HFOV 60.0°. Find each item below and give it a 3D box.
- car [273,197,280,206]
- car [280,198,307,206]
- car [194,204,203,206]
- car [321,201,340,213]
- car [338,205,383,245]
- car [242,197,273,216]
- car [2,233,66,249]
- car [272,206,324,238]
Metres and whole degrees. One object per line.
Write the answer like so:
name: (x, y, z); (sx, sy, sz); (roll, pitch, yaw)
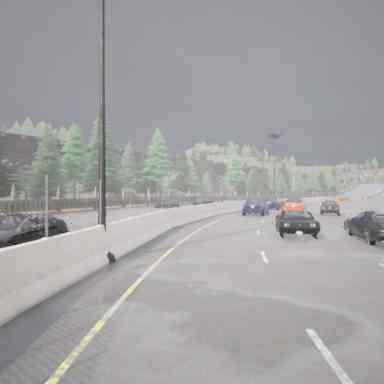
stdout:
car: (10.523, 1.429, 42.678); (2.097, 1.767, 4.553); (0, 0, 28)
car: (10.834, 1.417, 34.867); (2.097, 1.767, 4.553); (0, 0, 22)
car: (1.451, 1.564, 48.320); (1.882, 1.535, 5.008); (0, 0, 28)
car: (14.248, 1.609, 34.190); (2.033, 1.411, 5.357); (0, 0, 24)
car: (8.637, 1.576, 15.381); (2.033, 1.411, 5.357); (0, 0, 10)
car: (6.442, 1.412, 33.244); (2.097, 1.767, 4.553); (0, 0, 20)
car: (-6.219, 1.512, 11.696); (2.128, 1.511, 4.902); (0, 0, 7)
car: (5.571, 1.634, 18.020); (1.895, 1.301, 4.718); (0, 0, 11)
